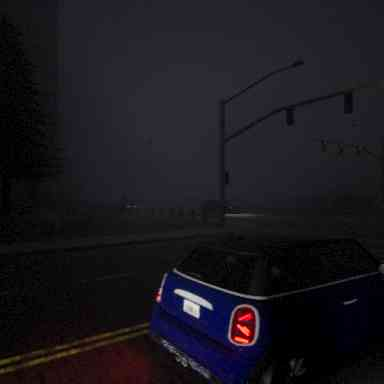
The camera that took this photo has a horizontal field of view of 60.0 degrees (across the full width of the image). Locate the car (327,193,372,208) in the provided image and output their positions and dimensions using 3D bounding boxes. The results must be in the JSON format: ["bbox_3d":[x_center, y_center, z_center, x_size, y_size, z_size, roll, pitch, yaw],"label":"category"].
[{"bbox_3d":[21.489,1.118,45.553,1.932,1.855,4.605,0,0,-36],"label":"car"}]

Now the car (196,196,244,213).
[{"bbox_3d":[2.896,1.487,35.191,1.837,1.490,4.892,0,0,-36],"label":"car"}]

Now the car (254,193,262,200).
[{"bbox_3d":[14.252,1.318,80.312,1.784,1.438,3.905,0,0,-36],"label":"car"}]

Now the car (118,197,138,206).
[{"bbox_3d":[-10.358,1.547,53.723,1.994,1.385,4.181,0,0,-35],"label":"car"}]

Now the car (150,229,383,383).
[{"bbox_3d":[1.733,1.349,5.033,4.553,1.767,2.097,0,0,-35],"label":"car"}]

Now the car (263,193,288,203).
[{"bbox_3d":[15.953,1.356,62.986,1.970,1.475,3.806,0,0,-36],"label":"car"}]

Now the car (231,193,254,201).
[{"bbox_3d":[11.893,1.352,78.634,1.970,1.475,3.806,0,0,-36],"label":"car"}]

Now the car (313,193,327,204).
[{"bbox_3d":[29.666,1.100,72.859,1.932,1.855,4.605,0,0,-36],"label":"car"}]

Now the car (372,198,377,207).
[{"bbox_3d":[23.878,1.118,47.187,1.905,1.878,3.866,0,0,-36],"label":"car"}]

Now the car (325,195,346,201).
[{"bbox_3d":[32.063,1.308,74.487,1.784,1.438,3.905,0,0,-36],"label":"car"}]
